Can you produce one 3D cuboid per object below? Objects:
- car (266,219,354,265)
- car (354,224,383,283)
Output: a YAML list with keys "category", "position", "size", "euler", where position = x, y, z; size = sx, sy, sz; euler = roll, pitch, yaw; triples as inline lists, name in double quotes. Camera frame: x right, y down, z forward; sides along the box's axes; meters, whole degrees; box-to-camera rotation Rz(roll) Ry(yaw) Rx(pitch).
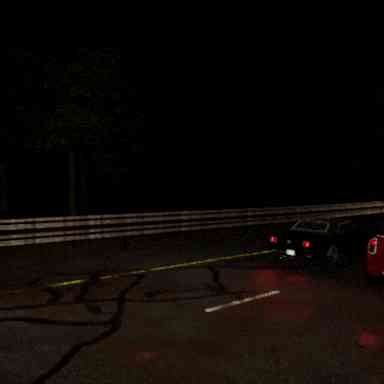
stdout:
- category: "car"
  position: [4.857, 1.581, 11.632]
  size: [4.718, 1.301, 1.895]
  euler: [0, 0, -36]
- category: "car"
  position: [6.378, 1.334, 8.408]
  size: [4.553, 1.767, 2.097]
  euler: [0, 0, -36]
